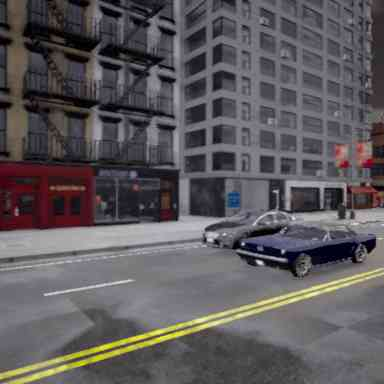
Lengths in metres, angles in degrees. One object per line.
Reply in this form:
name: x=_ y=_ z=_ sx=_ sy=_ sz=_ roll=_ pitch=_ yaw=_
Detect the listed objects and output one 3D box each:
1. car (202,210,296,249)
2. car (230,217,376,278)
car: x=2.660 y=1.490 z=13.567 sx=4.902 sy=1.511 sz=2.128 roll=0 pitch=0 yaw=-35
car: x=3.639 y=1.599 z=10.273 sx=4.718 sy=1.301 sz=1.895 roll=0 pitch=0 yaw=-35
